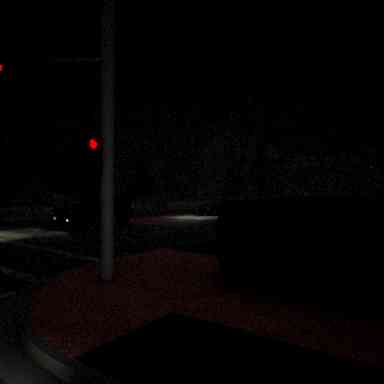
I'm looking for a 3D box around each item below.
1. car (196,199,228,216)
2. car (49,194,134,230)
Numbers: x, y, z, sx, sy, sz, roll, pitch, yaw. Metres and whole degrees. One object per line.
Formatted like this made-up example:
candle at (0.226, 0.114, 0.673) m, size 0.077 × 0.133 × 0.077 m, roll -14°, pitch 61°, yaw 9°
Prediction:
car at (2.432, 1.443, 32.598) m, size 1.882 × 1.535 × 5.008 m, roll 0°, pitch 1°, yaw 39°
car at (-6.298, 1.185, 21.591) m, size 2.150 × 2.045 × 5.566 m, roll 0°, pitch 0°, yaw 38°
